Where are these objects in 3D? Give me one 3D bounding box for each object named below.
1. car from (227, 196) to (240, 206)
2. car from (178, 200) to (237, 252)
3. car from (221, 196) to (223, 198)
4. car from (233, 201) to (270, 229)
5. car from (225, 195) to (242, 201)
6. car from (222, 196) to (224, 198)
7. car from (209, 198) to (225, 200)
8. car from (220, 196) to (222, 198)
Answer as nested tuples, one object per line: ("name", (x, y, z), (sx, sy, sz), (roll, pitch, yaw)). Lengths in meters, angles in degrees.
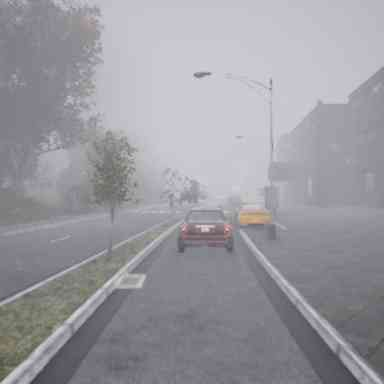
("car", (7.632, 1.692, 61.171), (2.185, 1.767, 4.553), (0, 0, 5))
("car", (0.604, 1.408, 14.270), (2.097, 1.767, 4.553), (0, 0, 3))
("car", (9.664, 1.992, 89.027), (2.002, 1.452, 4.674), (0, 0, 3))
("car", (4.097, 1.592, 22.621), (2.097, 1.535, 5.008), (0, 0, 5))
("car", (7.128, 1.537, 55.709), (2.435, 2.045, 5.566), (0, 0, 5))
("car", (9.398, 1.958, 83.505), (2.163, 1.488, 4.792), (0, 0, 3))
("car", (2.010, 1.650, 32.219), (1.882, 1.535, 5.008), (0, 0, 5))
("car", (9.881, 2.004, 94.626), (2.163, 1.488, 4.792), (0, 0, 2))
